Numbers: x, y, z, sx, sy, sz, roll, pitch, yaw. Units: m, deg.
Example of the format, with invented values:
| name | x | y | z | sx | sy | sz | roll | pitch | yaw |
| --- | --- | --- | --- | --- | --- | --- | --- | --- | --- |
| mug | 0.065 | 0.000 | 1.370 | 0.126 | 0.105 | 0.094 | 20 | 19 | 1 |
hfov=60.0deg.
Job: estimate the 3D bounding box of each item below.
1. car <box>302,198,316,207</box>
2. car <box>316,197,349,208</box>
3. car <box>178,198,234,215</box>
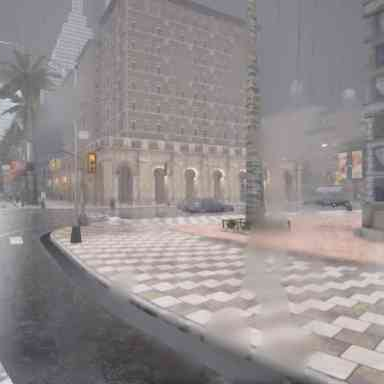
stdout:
| name | x | y | z | sx | sy | sz | roll | pitch | yaw |
| --- | --- | --- | --- | --- | --- | --- | --- | --- | --- |
| car | 19.234 | 1.563 | 52.006 | 4.181 | 1.385 | 1.994 | 0 | 0 | -30 |
| car | 21.102 | 1.491 | 48.934 | 4.902 | 1.511 | 2.128 | 0 | 0 | -30 |
| car | 1.639 | 1.546 | 33.602 | 5.357 | 1.411 | 2.033 | 0 | 0 | -29 |
